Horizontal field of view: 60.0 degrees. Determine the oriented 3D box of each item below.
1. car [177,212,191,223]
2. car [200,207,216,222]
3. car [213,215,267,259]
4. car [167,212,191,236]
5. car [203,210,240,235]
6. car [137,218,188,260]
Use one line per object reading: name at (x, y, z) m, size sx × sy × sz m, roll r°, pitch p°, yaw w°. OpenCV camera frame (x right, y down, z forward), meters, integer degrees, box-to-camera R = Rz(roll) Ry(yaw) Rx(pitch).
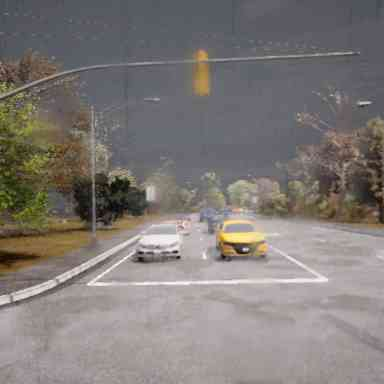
car at (-1.172, 3.721, 48.838) m, size 1.895 × 1.301 × 4.718 m, roll -2°, pitch -3°, yaw 0°
car at (2.318, 3.259, 49.042) m, size 2.150 × 2.045 × 5.566 m, roll -2°, pitch -3°, yaw 0°
car at (2.167, 2.063, 15.475) m, size 1.882 × 1.535 × 5.008 m, roll -2°, pitch -2°, yaw 2°
car at (-1.197, 2.480, 26.424) m, size 2.097 × 1.767 × 4.553 m, roll -2°, pitch -3°, yaw 0°
car at (2.307, 2.537, 26.828) m, size 2.128 × 1.511 × 4.902 m, roll -2°, pitch -2°, yaw 0°
car at (-1.322, 2.215, 15.643) m, size 1.812 × 1.442 × 4.674 m, roll -2°, pitch -2°, yaw 2°
